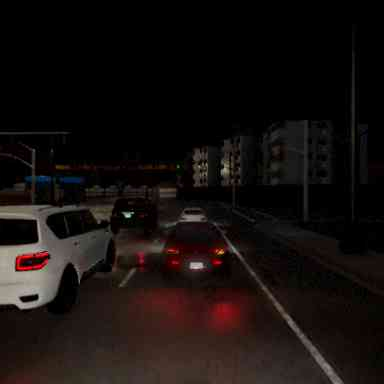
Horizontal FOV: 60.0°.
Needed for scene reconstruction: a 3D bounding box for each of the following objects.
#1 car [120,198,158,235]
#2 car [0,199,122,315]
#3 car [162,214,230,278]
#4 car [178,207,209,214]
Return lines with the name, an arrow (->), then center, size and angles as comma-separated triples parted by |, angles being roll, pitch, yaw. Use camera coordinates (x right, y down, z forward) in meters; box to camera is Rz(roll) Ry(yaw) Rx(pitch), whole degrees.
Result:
car -> -3.385, 1.386, 20.242 | 2.150, 2.045, 5.566 | 0, -1, 0
car -> -3.396, 1.306, 7.894 | 2.150, 2.045, 5.566 | 0, 0, 0
car -> 0.101, 1.636, 10.376 | 1.812, 1.442, 4.674 | 0, 0, 0
car -> 0.100, 1.703, 21.357 | 1.812, 1.442, 4.674 | 0, 0, 0
